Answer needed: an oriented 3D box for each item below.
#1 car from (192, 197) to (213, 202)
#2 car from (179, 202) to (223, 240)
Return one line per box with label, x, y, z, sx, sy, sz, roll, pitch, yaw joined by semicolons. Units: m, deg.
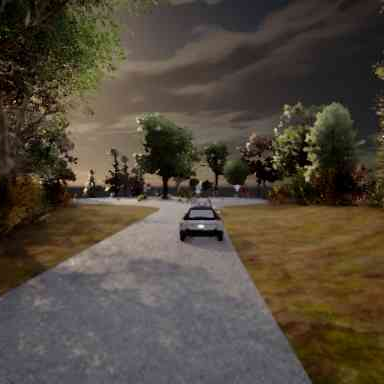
car;0.984;1.159;31.949;2.033;1.411;5.357;0;1;3
car;0.446;1.399;16.069;1.994;1.385;4.181;0;1;2
